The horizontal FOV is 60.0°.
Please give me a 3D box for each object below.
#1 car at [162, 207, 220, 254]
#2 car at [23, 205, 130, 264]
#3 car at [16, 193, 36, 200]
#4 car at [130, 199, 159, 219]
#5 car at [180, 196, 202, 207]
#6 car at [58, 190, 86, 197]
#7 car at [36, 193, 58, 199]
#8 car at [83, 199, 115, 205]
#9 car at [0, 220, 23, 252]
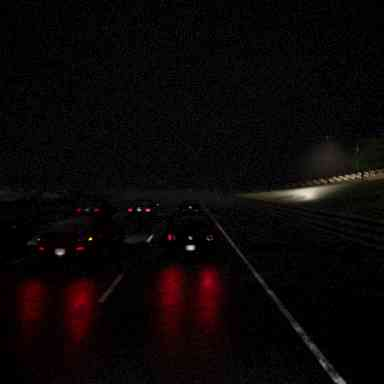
[{"bbox_3d":[-0.048,1.455,12.800,1.895,1.301,4.718,0,1,0],"label":"car"},{"bbox_3d":[-3.546,1.398,11.238,1.812,1.442,4.674,0,1,0],"label":"car"},{"bbox_3d":[-24.878,0.905,50.643,1.882,1.535,5.008,0,1,0],"label":"car"},{"bbox_3d":[-3.644,1.259,25.379,2.033,1.411,5.357,0,1,0],"label":"car"},{"bbox_3d":[-0.136,1.127,30.787,1.882,1.535,5.008,0,1,0],"label":"car"},{"bbox_3d":[-17.887,0.648,50.644,2.150,2.045,5.566,0,1,0],"label":"car"},{"bbox_3d":[-21.383,0.952,50.696,1.812,1.442,4.674,0,1,0],"label":"car"},{"bbox_3d":[-7.144,1.260,25.364,2.033,1.411,5.357,0,1,0],"label":"car"},{"bbox_3d":[-7.047,1.431,10.391,2.033,1.411,5.357,0,1,0],"label":"car"}]
